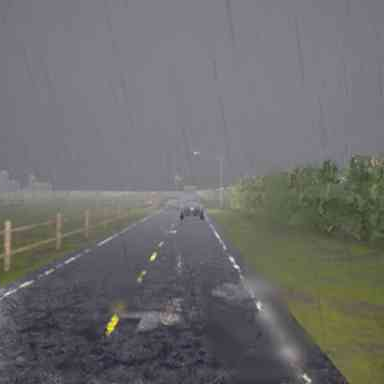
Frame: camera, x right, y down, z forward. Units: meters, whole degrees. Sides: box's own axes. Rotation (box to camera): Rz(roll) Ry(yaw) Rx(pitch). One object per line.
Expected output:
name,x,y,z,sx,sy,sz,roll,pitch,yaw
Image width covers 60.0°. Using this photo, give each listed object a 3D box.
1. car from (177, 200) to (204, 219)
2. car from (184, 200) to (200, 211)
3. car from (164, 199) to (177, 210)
car,0.007,1.525,31.029,2.097,1.767,4.553,0,0,0
car,0.037,1.807,44.655,1.994,1.385,4.181,0,0,0
car,-2.767,1.784,47.123,1.837,1.490,4.892,0,-1,0
